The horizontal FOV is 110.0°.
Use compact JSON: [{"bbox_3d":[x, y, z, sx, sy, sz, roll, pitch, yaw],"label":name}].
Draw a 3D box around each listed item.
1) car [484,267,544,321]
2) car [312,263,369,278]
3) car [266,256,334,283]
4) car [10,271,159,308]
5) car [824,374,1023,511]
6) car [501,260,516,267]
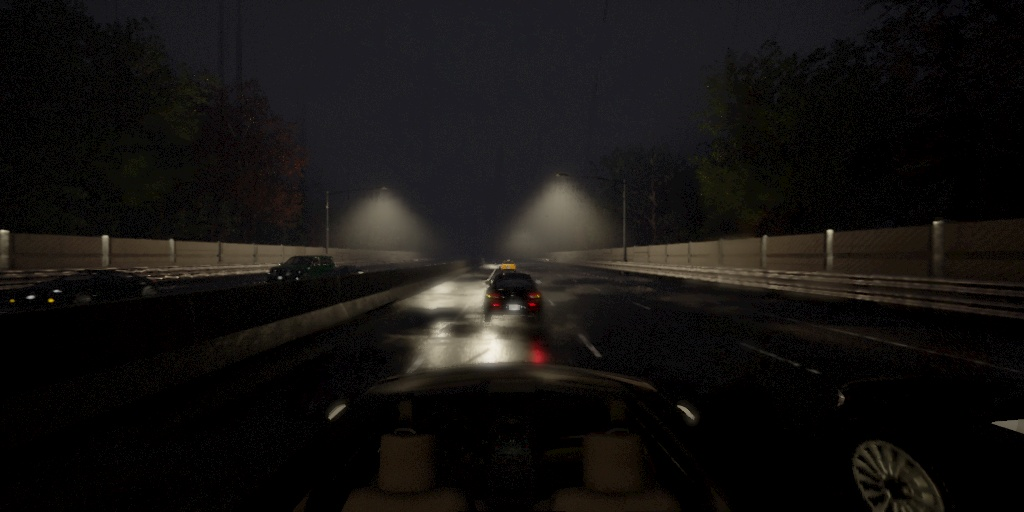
[{"bbox_3d":[0.055,1.280,12.352,1.812,1.442,4.674,0,0,0],"label":"car"},{"bbox_3d":[-10.669,1.323,23.247,1.994,1.385,4.181,0,0,0],"label":"car"},{"bbox_3d":[-14.166,0.984,24.620,2.150,2.045,5.566,0,0,-1],"label":"car"},{"bbox_3d":[-17.645,1.322,15.135,1.994,1.385,4.181,0,0,0],"label":"car"},{"bbox_3d":[3.592,1.240,1.054,2.128,1.511,4.902,0,0,0],"label":"car"},{"bbox_3d":[-0.442,1.222,44.589,1.801,1.575,5.366,0,0,-1],"label":"car"}]
